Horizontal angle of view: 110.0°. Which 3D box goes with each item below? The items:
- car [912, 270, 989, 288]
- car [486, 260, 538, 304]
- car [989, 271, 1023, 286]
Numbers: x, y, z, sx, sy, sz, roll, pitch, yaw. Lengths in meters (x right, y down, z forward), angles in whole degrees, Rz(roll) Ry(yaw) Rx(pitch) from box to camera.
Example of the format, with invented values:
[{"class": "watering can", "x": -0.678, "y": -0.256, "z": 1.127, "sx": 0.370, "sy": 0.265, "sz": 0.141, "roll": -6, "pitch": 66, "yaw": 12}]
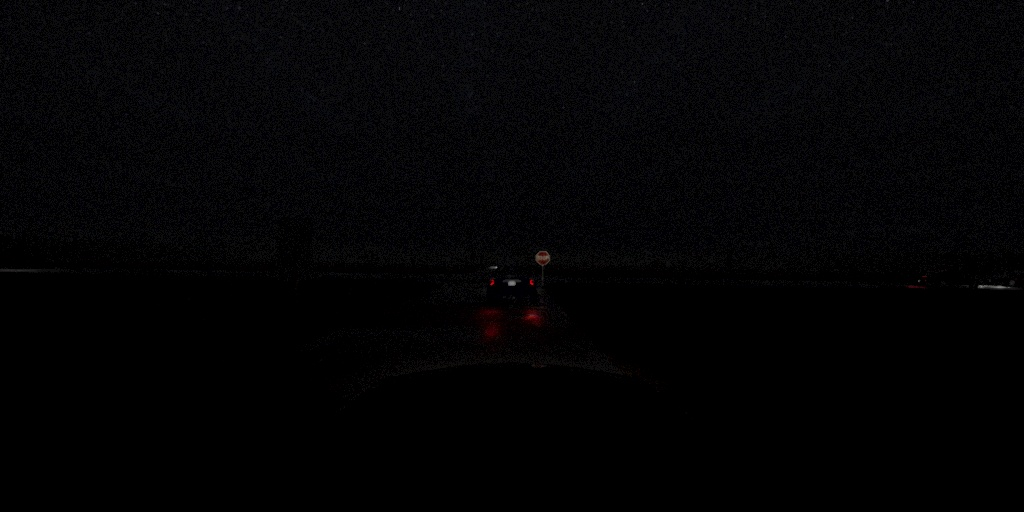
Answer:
[{"class": "car", "x": 39.096, "y": 2.039, "z": 32.298, "sx": 4.892, "sy": 1.490, "sz": 1.837, "roll": 1, "pitch": 0, "yaw": 0}, {"class": "car", "x": 0.000, "y": 1.135, "z": 16.472, "sx": 2.097, "sy": 1.767, "sz": 4.553, "roll": 0, "pitch": 0, "yaw": 0}, {"class": "car", "x": 49.097, "y": 2.245, "z": 35.043, "sx": 4.892, "sy": 1.490, "sz": 1.837, "roll": 1, "pitch": 0, "yaw": 0}]
